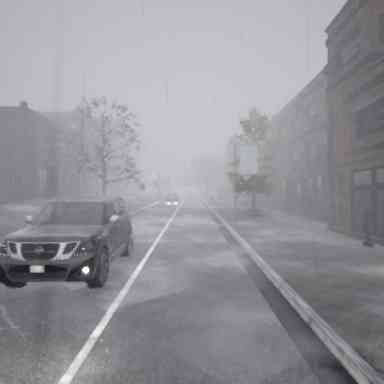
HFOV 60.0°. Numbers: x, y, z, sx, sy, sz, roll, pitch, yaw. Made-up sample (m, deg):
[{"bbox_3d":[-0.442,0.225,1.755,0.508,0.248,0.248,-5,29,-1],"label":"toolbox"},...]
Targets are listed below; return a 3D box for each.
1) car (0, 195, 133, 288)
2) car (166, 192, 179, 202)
[{"bbox_3d":[-3.100,1.147,9.411,2.150,2.045,5.566,0,1,0],"label":"car"},{"bbox_3d":[-3.065,0.781,53.372,2.128,1.511,4.902,0,1,1],"label":"car"}]
